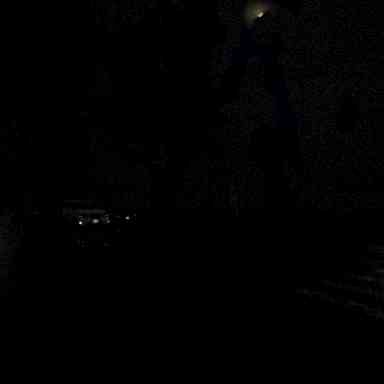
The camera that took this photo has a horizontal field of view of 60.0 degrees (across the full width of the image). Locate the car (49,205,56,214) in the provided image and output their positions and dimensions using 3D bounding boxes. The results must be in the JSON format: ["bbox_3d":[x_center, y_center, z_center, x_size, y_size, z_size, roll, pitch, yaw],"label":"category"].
[{"bbox_3d":[-20.896,2.491,48.334,1.895,1.301,4.718,0,-1,-34],"label":"car"}]

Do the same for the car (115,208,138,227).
[{"bbox_3d":[-5.878,1.924,26.176,1.994,1.385,4.181,0,-1,-34],"label":"car"}]

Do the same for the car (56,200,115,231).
[{"bbox_3d":[-7.722,1.565,23.640,2.150,2.045,5.566,0,-1,-34],"label":"car"}]

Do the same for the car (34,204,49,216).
[{"bbox_3d":[-20.021,2.268,41.961,2.128,1.511,4.902,0,-1,-34],"label":"car"}]
